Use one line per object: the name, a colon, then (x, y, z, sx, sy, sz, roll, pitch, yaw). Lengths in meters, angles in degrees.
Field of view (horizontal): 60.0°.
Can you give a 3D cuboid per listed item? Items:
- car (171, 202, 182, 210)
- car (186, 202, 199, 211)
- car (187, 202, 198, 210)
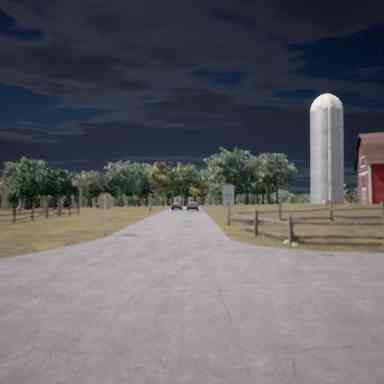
car: (-2.651, 2.476, 58.427, 2.033, 1.411, 5.357, 0, -1, 0)
car: (0.091, 2.333, 53.814, 1.837, 1.490, 4.892, 0, -1, 0)
car: (0.110, 2.632, 64.241, 1.994, 1.385, 4.181, 0, -1, 0)
